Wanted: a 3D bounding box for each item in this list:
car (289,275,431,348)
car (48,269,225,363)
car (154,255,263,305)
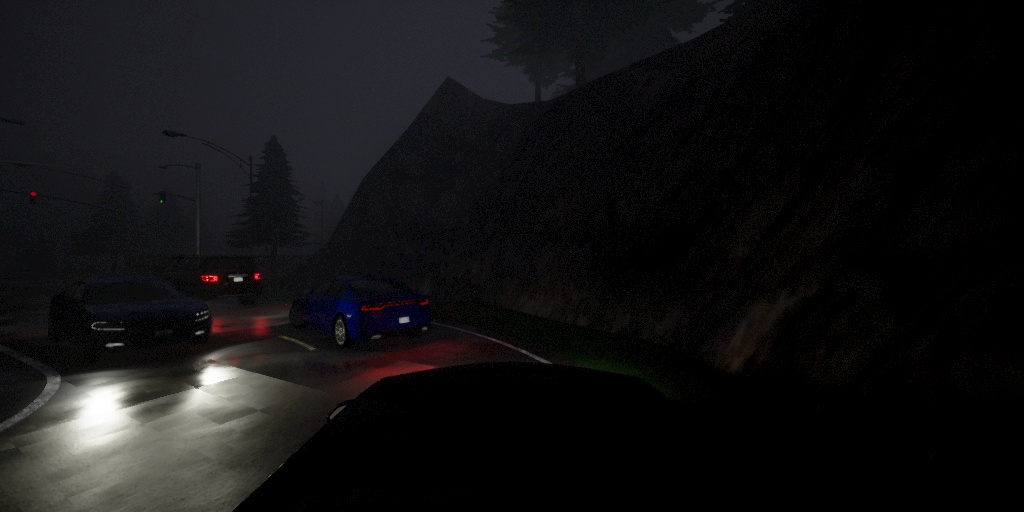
[{"bbox_3d":[-4.129,1.228,9.418,5.008,1.535,1.882,0,0,43],"label":"car"},{"bbox_3d":[-8.912,1.227,8.307,5.008,1.535,1.882,0,0,32],"label":"car"},{"bbox_3d":[-12.648,0.971,14.647,5.566,2.045,2.150,0,0,27],"label":"car"}]
